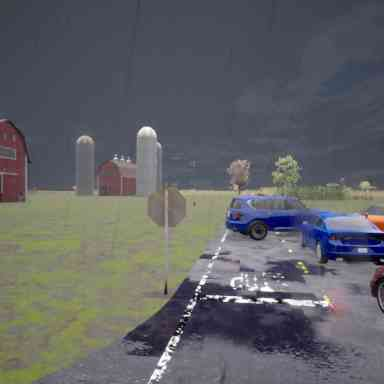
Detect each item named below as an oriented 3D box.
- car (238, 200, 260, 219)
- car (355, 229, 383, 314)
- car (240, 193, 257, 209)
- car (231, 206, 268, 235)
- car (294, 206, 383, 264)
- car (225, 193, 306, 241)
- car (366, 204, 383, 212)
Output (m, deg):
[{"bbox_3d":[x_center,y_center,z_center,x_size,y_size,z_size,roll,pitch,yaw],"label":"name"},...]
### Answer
[{"bbox_3d":[5.093,1.505,29.896,1.837,1.490,4.892,0,0,9],"label":"car"},{"bbox_3d":[4.620,1.529,4.584,1.812,1.442,4.674,0,0,-9],"label":"car"},{"bbox_3d":[7.831,1.209,46.119,2.150,2.045,5.566,0,0,9],"label":"car"},{"bbox_3d":[3.313,1.606,19.937,1.895,1.301,4.718,0,0,6],"label":"car"},{"bbox_3d":[5.112,1.481,11.761,1.882,1.535,5.008,0,0,8],"label":"car"},{"bbox_3d":[4.432,1.215,16.579,5.566,2.045,2.150,0,1,-9],"label":"car"},{"bbox_3d":[9.240,1.371,16.271,4.553,1.767,2.097,0,0,41],"label":"car"}]
